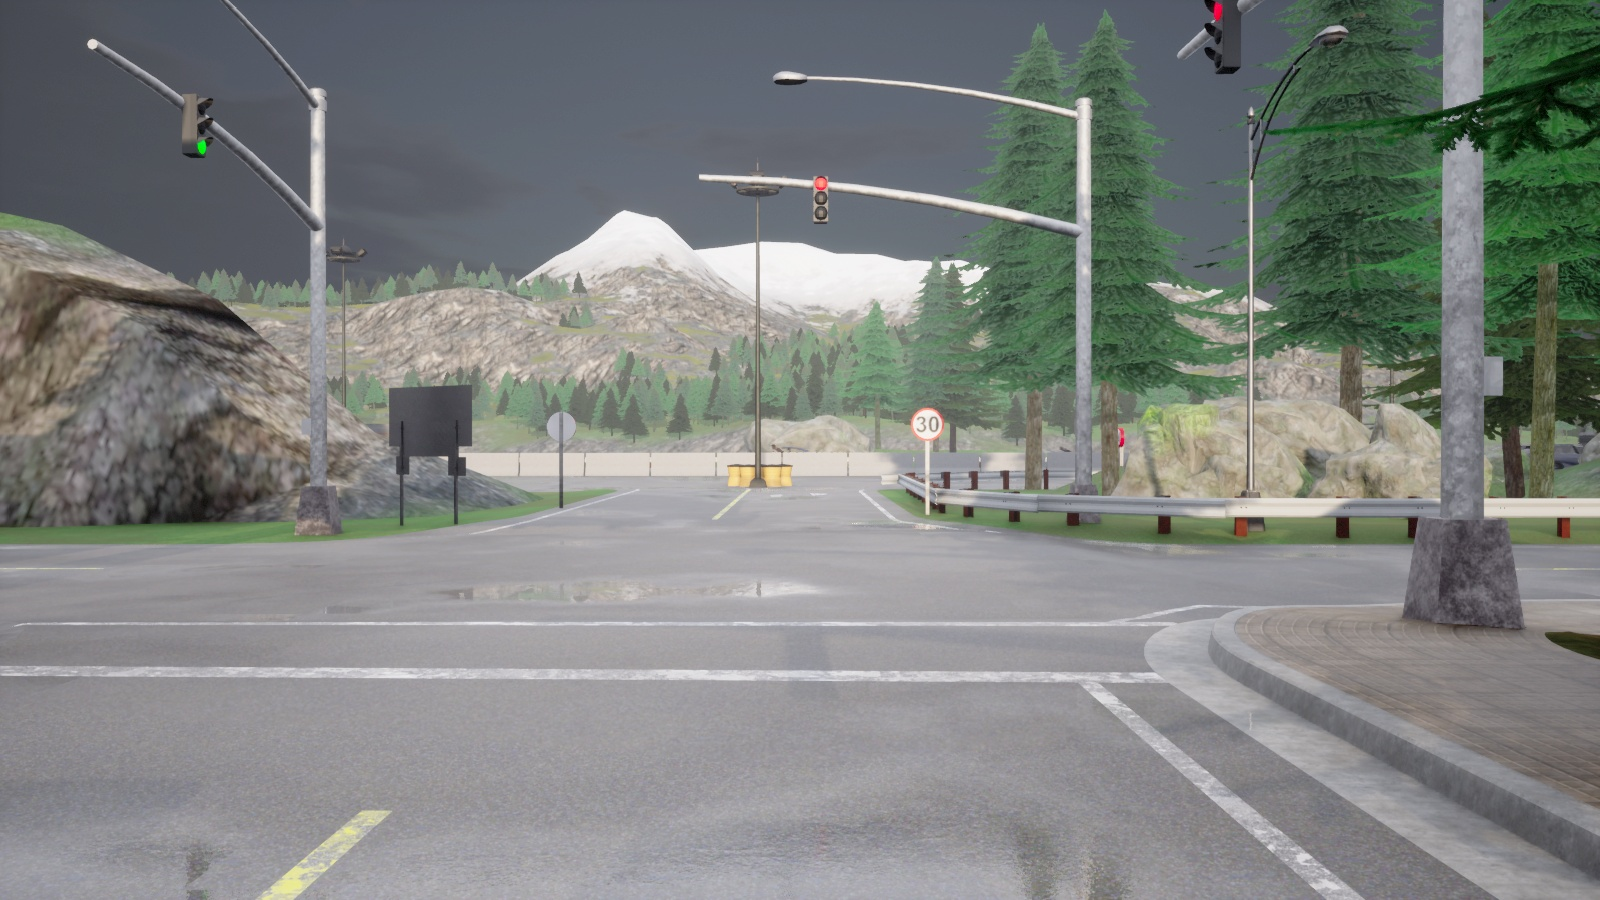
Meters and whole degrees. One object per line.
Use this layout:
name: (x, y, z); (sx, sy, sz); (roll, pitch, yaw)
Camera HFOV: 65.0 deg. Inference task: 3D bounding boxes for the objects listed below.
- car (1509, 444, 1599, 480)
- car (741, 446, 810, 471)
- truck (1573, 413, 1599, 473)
car: (36.256, 0.569, 58.924); (4.856, 1.649, 2.033); (0, 0, 0)
car: (-1.458, 0.522, 76.693); (4.193, 1.474, 1.816); (0, 0, 0)
truck: (49.670, -0.410, 72.822); (7.936, 3.462, 2.891); (0, 0, 0)
